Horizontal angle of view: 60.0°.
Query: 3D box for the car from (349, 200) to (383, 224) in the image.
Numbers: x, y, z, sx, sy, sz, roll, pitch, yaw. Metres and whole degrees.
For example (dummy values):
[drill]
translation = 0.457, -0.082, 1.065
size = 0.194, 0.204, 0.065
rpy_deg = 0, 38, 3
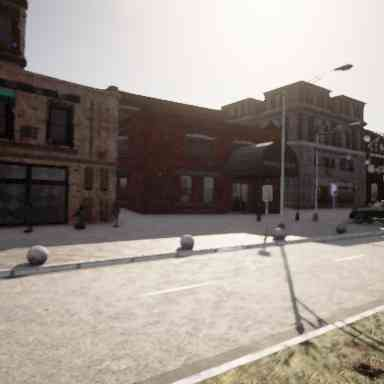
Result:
[car]
translation = 15.636, 1.645, 26.657
size = 2.435, 2.045, 5.566
rpy_deg = 1, -1, -35
